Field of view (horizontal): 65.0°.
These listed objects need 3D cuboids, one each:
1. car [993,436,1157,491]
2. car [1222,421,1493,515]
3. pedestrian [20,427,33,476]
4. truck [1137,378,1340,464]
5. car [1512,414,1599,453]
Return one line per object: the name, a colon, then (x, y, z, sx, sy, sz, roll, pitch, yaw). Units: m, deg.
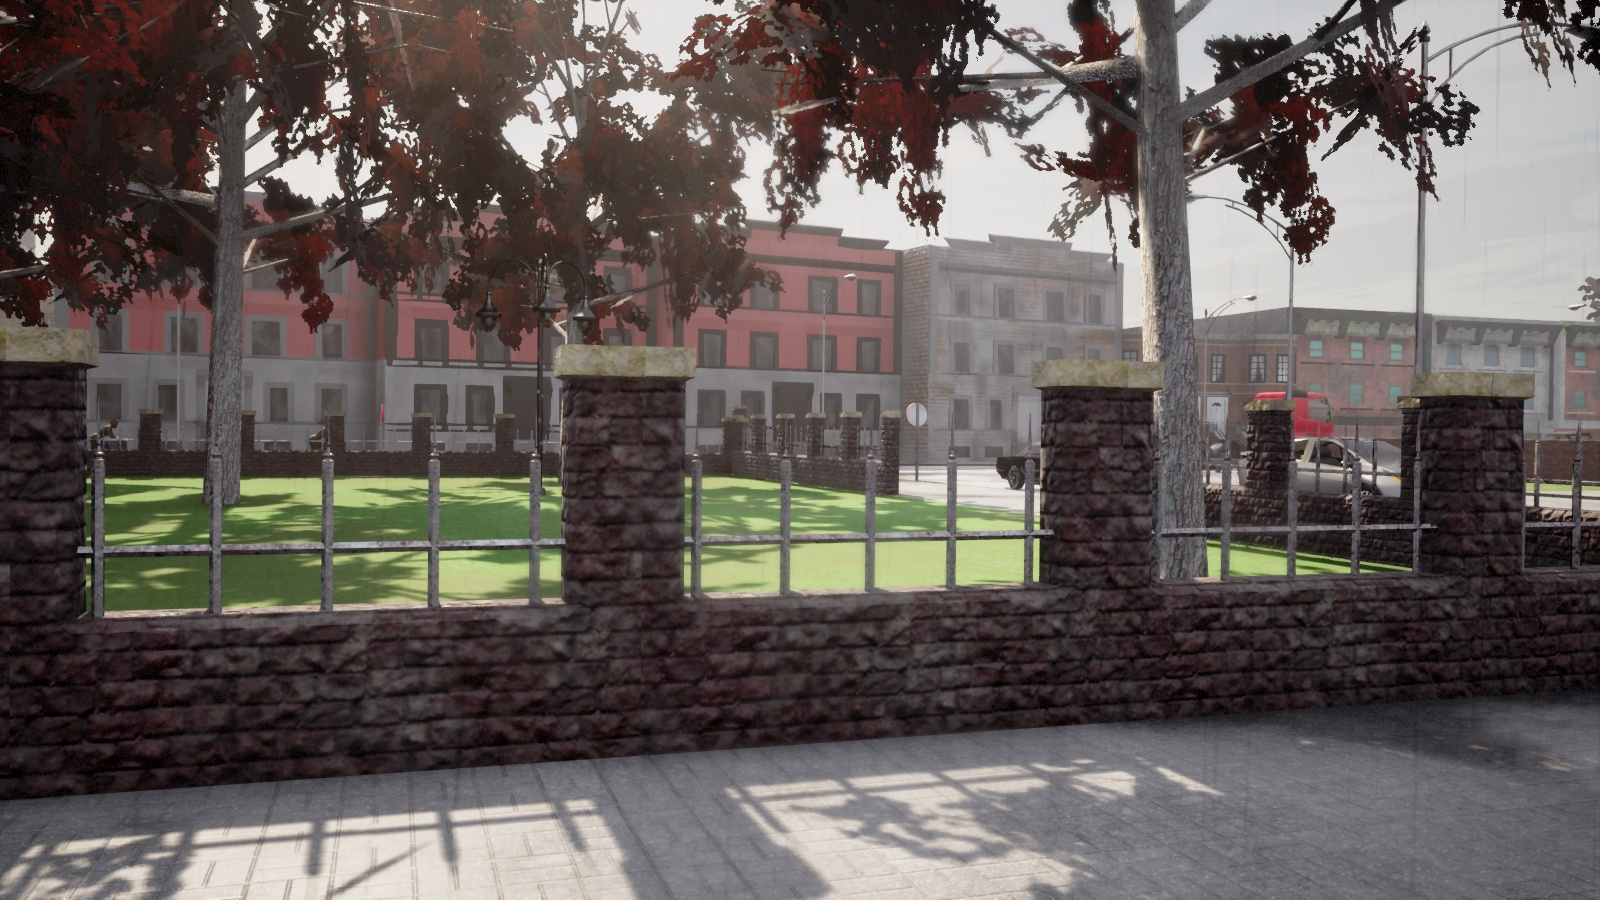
car: (6.994, 0.294, 32.525, 1.895, 1.301, 4.718, -1, 1, -20)
car: (10.067, 0.260, 23.108, 2.007, 1.525, 4.514, -1, 1, -20)
pedestrian: (-29.160, 0.052, 47.346, 0.376, 1.854, 0.720, -1, 1, -32)
truck: (18.520, -1.247, 53.071, 7.936, 3.462, 2.891, -1, 1, -18)
car: (38.375, -0.856, 63.624, 3.866, 1.878, 1.905, -1, 1, -18)
